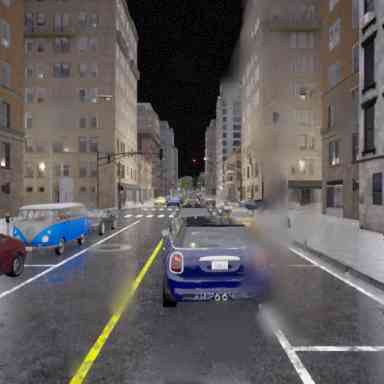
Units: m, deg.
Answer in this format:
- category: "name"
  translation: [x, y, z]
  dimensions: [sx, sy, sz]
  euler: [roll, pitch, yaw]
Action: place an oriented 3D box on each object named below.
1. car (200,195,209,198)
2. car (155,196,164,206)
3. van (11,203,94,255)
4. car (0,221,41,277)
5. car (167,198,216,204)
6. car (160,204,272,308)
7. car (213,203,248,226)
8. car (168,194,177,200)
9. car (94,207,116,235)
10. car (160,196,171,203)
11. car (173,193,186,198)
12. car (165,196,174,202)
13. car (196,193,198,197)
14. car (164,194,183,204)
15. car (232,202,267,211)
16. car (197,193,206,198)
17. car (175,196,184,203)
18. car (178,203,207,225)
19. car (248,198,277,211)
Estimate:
- category: "car"
  translation: [2.698, 1.549, 50.693]
  dimensions: [2.008, 1.369, 4.403]
  euler: [0, 0, 0]
- category: "car"
  translation: [-5.320, 1.523, 56.213]
  dimensions: [1.752, 1.417, 4.829]
  euler: [0, 0, 0]
- category: "van"
  translation: [-5.377, 1.340, 13.014]
  dimensions: [1.690, 1.788, 3.998]
  euler: [0, 0, 0]
- category: "car"
  translation: [-5.385, 1.582, 7.608]
  dimensions: [1.802, 1.307, 4.206]
  euler: [0, 0, 0]
- category: "car"
  translation: [0.096, 1.351, 15.496]
  dimensions: [2.097, 1.767, 4.553]
  euler: [0, 0, 0]
- category: "car"
  translation: [0.317, 1.352, 8.166]
  dimensions: [2.097, 1.767, 4.553]
  euler: [0, 0, -5]
- category: "car"
  translation: [2.667, 1.550, 23.817]
  dimensions: [2.008, 1.369, 4.403]
  euler: [0, 0, 0]
- category: "car"
  translation: [-5.278, 1.429, 90.471]
  dimensions: [1.967, 1.590, 4.097]
  euler: [0, 0, 0]
- category: "car"
  translation: [-5.369, 1.550, 18.420]
  dimensions: [2.008, 1.369, 4.403]
  euler: [0, 0, 0]
- category: "car"
  translation: [-5.306, 1.561, 67.746]
  dimensions: [1.947, 1.339, 4.313]
  euler: [0, 0, 0]
- category: "car"
  translation: [-2.743, 1.215, 61.008]
  dimensions: [2.150, 2.045, 5.566]
  euler: [0, 0, 1]
- category: "car"
  translation: [-5.292, 1.543, 79.108]
  dimensions: [2.008, 1.369, 4.403]
  euler: [0, 0, 0]
- category: "car"
  translation: [2.740, 1.305, 84.784]
  dimensions: [2.192, 1.841, 5.009]
  euler: [0, 0, 0]
- category: "car"
  translation: [-2.781, 1.476, 50.563]
  dimensions: [1.882, 1.535, 5.008]
  euler: [0, 0, 0]
- category: "car"
  translation: [2.666, 1.524, 18.581]
  dimensions: [1.752, 1.417, 4.829]
  euler: [0, 0, 0]
- category: "car"
  translation: [2.726, 1.434, 73.420]
  dimensions: [1.967, 1.590, 4.097]
  euler: [0, 0, 0]
- category: "car"
  translation: [-2.664, 1.519, 71.054]
  dimensions: [1.812, 1.442, 4.674]
  euler: [0, 0, 0]
- category: "car"
  translation: [0.048, 1.563, 25.158]
  dimensions: [1.994, 1.385, 4.181]
  euler: [0, 0, 0]
- category: "car"
  translation: [7.340, 1.477, 38.141]
  dimensions: [4.674, 1.442, 1.812]
  euler: [0, 0, -5]
